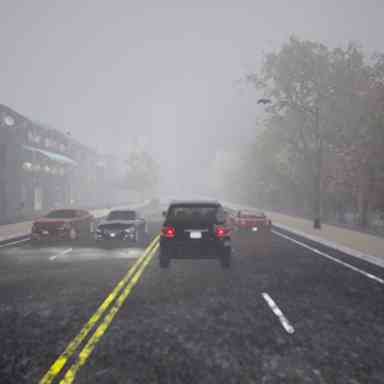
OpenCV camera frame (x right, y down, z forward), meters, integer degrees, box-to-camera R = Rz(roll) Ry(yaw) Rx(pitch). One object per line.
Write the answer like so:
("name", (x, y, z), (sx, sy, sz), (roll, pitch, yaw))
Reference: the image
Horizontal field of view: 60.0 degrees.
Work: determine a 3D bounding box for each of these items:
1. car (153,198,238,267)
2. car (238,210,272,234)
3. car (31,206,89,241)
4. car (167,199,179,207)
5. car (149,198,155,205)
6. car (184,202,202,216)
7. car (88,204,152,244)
("car", (0.100, 1.278, 11.698), (2.150, 2.045, 5.566), (0, 0, 0))
("car", (3.349, 1.696, 19.907), (1.895, 1.301, 4.718), (0, 0, 0))
("car", (-6.601, 1.562, 17.518), (1.882, 1.535, 5.008), (0, 0, 0))
("car", (-3.285, 1.881, 59.093), (1.895, 1.301, 4.718), (0, 0, 1))
("car", (-6.537, 1.760, 59.343), (1.882, 1.535, 5.008), (0, 0, 1))
("car", (0.097, 1.771, 35.817), (1.895, 1.301, 4.718), (0, 0, 0))
("car", (-3.351, 1.584, 16.467), (1.837, 1.490, 4.892), (0, 0, 0))
